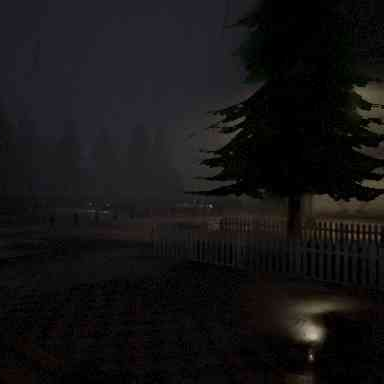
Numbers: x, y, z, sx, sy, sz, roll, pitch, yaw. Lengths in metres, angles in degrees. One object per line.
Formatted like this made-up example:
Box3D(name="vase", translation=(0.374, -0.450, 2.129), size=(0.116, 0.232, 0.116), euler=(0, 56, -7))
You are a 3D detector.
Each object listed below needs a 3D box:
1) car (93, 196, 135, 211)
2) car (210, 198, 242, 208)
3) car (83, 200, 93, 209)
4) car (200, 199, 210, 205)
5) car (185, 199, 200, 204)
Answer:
Box3D(name="car", translation=(-8.491, 1.346, 37.774), size=(1.812, 1.442, 4.674), euler=(0, 0, 35))
Box3D(name="car", translation=(4.839, 1.218, 44.187), size=(2.097, 1.767, 4.553), euler=(0, 0, 36))
Box3D(name="car", translation=(-10.907, 1.303, 40.432), size=(1.837, 1.490, 4.892), euler=(0, 0, 36))
Box3D(name="car", translation=(3.869, 1.303, 54.847), size=(1.882, 1.535, 5.008), euler=(0, 0, 36))
Box3D(name="car", translation=(1.171, 1.043, 57.082), size=(2.150, 2.045, 5.566), euler=(0, 0, 36))
